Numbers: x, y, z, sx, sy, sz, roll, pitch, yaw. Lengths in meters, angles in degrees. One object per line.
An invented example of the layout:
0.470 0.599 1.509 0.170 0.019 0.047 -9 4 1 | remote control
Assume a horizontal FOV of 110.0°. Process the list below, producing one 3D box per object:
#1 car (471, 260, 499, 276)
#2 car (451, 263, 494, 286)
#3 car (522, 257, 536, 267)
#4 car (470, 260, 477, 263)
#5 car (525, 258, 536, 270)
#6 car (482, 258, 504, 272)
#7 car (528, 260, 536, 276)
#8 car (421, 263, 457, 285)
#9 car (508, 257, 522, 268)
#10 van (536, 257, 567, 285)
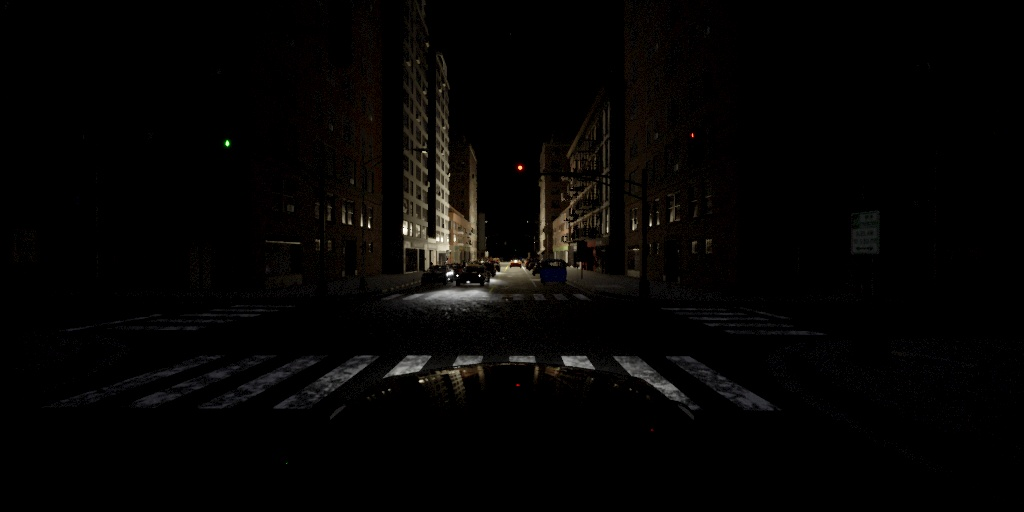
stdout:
-2.558 1.348 35.139 1.895 1.301 4.718 0 0 0 | car
-2.658 1.349 25.127 1.895 1.301 4.718 0 0 4 | car
3.089 1.054 53.764 2.192 1.841 5.009 0 0 1 | car
-4.987 1.269 47.977 1.751 1.417 4.829 0 0 1 | car
3.039 1.325 48.082 1.802 1.307 4.207 0 0 1 | car
-2.464 1.309 45.193 1.994 1.385 4.181 0 0 1 | car
2.939 1.329 36.720 1.802 1.307 4.207 0 0 1 | car
-5.185 1.299 25.419 2.007 1.370 4.403 0 0 1 | car
0.602 1.336 59.039 1.895 1.301 4.718 0 0 1 | car
2.840 1.089 25.358 1.690 1.789 3.998 0 0 1 | van
